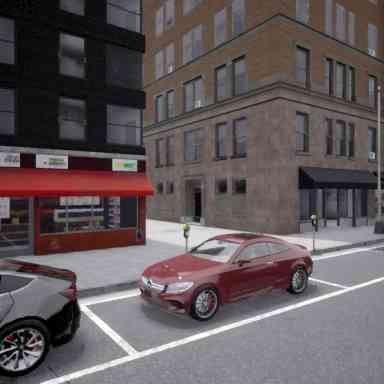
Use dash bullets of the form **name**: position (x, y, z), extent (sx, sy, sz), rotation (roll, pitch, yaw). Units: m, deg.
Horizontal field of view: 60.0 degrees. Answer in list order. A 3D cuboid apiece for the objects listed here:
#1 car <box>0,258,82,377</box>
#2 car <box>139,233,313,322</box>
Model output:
- **car**: position (-3.566, 1.566, 3.991), extent (4.313, 1.339, 1.947), rotation (0, 0, -35)
- **car**: position (0.915, 1.582, 7.183), extent (4.206, 1.307, 1.802), rotation (0, 0, -35)
